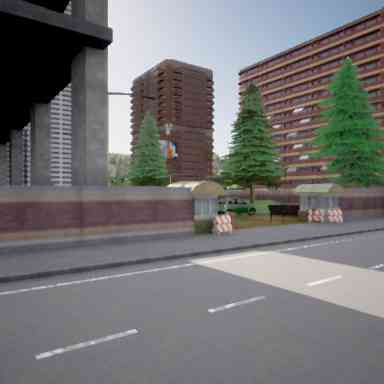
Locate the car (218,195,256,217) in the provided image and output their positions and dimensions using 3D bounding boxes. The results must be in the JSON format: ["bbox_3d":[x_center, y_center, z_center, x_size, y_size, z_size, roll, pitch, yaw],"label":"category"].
[{"bbox_3d":[3.846,1.338,29.559,3.988,1.617,1.851,0,0,-35],"label":"car"}]

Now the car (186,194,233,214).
[{"bbox_3d":[1.814,1.170,33.605,4.605,1.855,1.932,0,0,-35],"label":"car"}]
